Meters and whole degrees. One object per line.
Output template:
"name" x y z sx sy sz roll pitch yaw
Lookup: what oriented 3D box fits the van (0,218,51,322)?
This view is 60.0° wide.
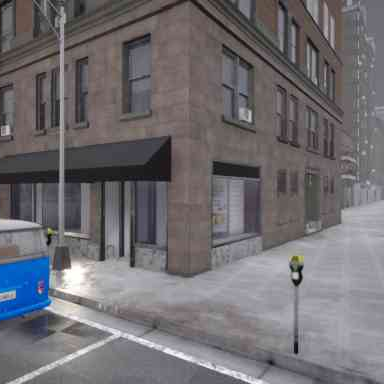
"van" -4.315 1.340 6.100 3.998 1.788 1.690 0 0 35
